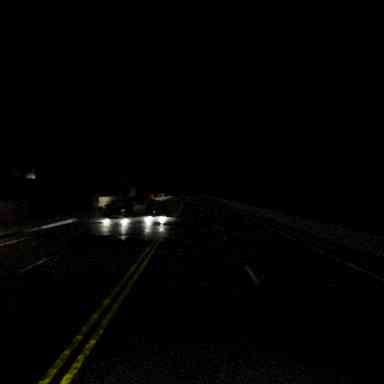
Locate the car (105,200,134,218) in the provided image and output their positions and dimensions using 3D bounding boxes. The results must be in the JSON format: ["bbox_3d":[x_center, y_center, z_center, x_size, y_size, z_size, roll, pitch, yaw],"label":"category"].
[{"bbox_3d":[-6.567,1.472,30.506,1.882,1.535,5.008,0,0,0],"label":"car"}]

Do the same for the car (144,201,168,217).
[{"bbox_3d":[-3.315,1.557,31.392,1.994,1.385,4.181,0,0,0],"label":"car"}]
